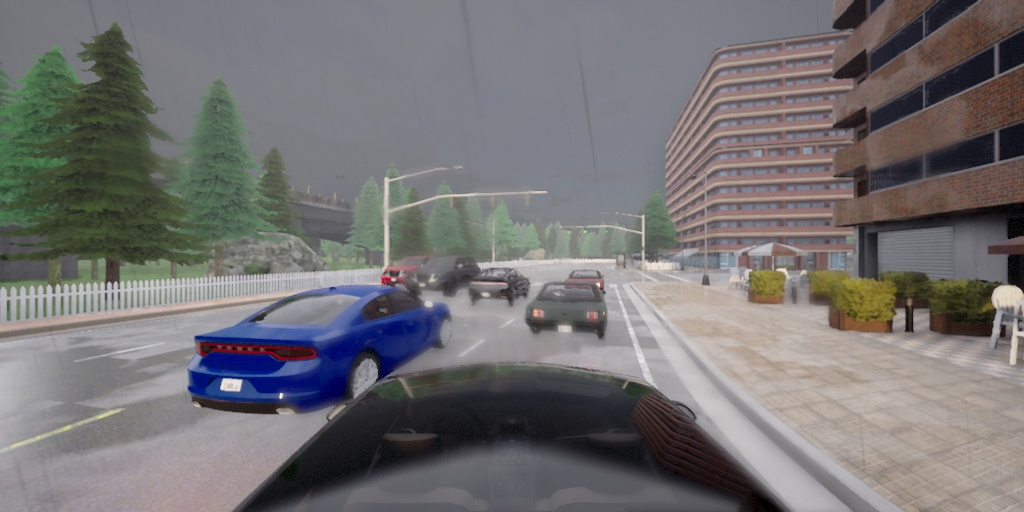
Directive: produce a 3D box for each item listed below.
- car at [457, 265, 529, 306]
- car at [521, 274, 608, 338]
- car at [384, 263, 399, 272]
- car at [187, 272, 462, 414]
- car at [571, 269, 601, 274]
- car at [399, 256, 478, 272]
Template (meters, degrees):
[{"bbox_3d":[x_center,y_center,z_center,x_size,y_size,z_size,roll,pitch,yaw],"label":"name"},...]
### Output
[{"bbox_3d":[-0.412,1.268,15.997,2.128,1.511,4.902,0,0,14],"label":"car"},{"bbox_3d":[1.732,1.367,10.295,1.895,1.301,4.718,0,0,14],"label":"car"},{"bbox_3d":[-6.013,0.998,22.978,2.150,2.045,5.566,0,0,15],"label":"car"},{"bbox_3d":[-2.606,1.235,6.301,1.882,1.535,5.008,0,0,10],"label":"car"},{"bbox_3d":[4.065,1.385,19.572,1.895,1.301,4.718,0,0,14],"label":"car"},{"bbox_3d":[-3.418,1.003,19.152,2.150,2.045,5.566,0,0,15],"label":"car"}]
